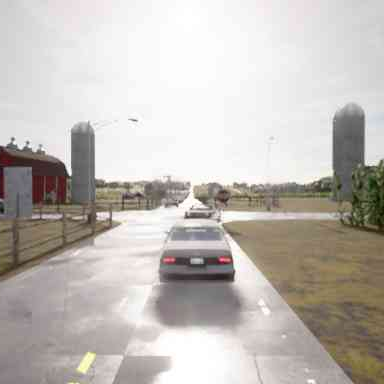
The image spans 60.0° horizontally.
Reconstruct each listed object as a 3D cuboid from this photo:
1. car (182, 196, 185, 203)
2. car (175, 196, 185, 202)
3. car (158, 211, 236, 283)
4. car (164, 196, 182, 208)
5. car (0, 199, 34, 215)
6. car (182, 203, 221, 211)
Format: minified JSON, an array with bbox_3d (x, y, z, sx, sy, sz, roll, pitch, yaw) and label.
[{"bbox_3d":[-2.787,1.509,63.912,1.882,1.535,5.008,0,0,0],"label":"car"},{"bbox_3d":[-2.743,1.635,79.121,2.128,1.511,4.902,0,-1,0],"label":"car"},{"bbox_3d":[0.103,1.498,9.545,2.033,1.411,5.357,0,0,0],"label":"car"},{"bbox_3d":[-2.838,1.570,47.224,1.895,1.301,4.718,0,0,0],"label":"car"},{"bbox_3d":[-16.904,1.447,30.046,4.892,1.490,1.837,1,1,0],"label":"car"},{"bbox_3d":[0.936,1.523,24.364,1.895,1.301,4.718,0,0,14],"label":"car"}]
